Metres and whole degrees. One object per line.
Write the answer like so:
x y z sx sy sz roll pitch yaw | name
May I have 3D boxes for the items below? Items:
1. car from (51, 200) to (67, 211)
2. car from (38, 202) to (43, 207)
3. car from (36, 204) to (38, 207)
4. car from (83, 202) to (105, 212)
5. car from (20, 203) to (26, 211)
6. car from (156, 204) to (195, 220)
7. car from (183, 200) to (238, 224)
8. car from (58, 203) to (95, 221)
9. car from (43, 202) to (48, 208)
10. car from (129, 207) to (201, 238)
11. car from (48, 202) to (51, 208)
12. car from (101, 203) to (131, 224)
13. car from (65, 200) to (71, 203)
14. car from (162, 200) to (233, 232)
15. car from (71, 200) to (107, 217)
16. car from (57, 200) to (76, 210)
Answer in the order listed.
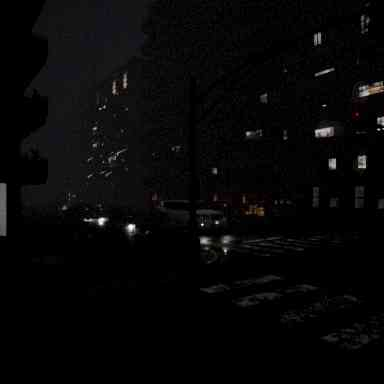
-23.181 2.600 59.394 1.837 1.490 4.892 0 -1 -36 | car
-35.038 3.049 80.077 1.887 1.381 4.507 -1 0 -36 | car
-38.357 3.168 84.665 1.947 1.339 4.313 -1 0 -36 | car
-16.312 2.432 55.097 1.882 1.535 5.008 0 -1 -36 | car
-31.786 2.769 61.374 1.887 1.381 4.507 -1 0 -36 | car
-1.791 2.045 34.227 1.887 1.381 4.507 -1 0 -36 | car
1.527 1.713 29.643 2.192 1.841 5.009 -1 0 -36 | car
-11.838 2.163 33.863 1.887 1.381 4.507 -1 0 -36 | car
-31.712 2.972 75.492 1.947 1.339 4.313 -1 0 -36 | car
-1.764 1.833 19.970 1.752 1.417 4.829 -1 0 -36 | car
-28.394 2.623 70.908 2.192 1.841 5.009 -1 0 -36 | car
-6.140 2.050 30.439 2.033 1.411 5.357 0 -1 -36 | car
-17.566 2.414 51.648 2.128 1.511 4.902 0 -1 -36 | car
-0.127 1.538 22.145 2.150 2.045 5.566 0 -1 -36 | car
-12.031 2.035 38.584 2.097 1.767 4.553 0 -1 -36 | car
-25.069 2.524 66.322 2.192 1.841 5.009 -1 0 -36 | car
